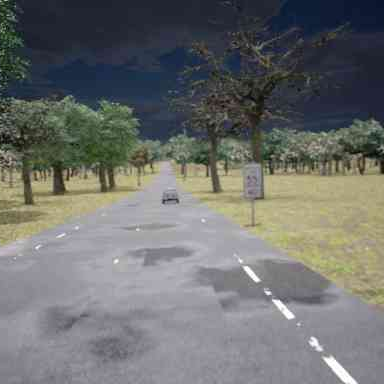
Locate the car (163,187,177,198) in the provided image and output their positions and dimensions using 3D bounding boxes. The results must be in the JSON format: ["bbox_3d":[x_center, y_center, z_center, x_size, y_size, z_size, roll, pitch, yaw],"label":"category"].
[{"bbox_3d":[-3.279,0.012,49.647,1.895,1.301,4.718,-3,3,-3],"label":"car"}]

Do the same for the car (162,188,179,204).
[{"bbox_3d":[-2.388,0.454,37.022,2.033,1.411,5.357,-3,2,-3],"label":"car"}]
